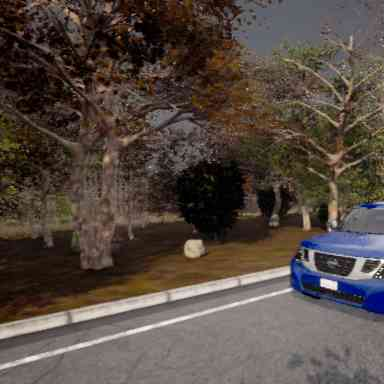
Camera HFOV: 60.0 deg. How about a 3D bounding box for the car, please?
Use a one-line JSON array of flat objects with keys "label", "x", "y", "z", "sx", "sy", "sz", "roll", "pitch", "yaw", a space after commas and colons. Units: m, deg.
[{"label": "car", "x": 4.577, "y": 1.215, "z": 7.260, "sx": 5.566, "sy": 2.045, "sz": 2.150, "roll": 0, "pitch": 0, "yaw": -36}]
